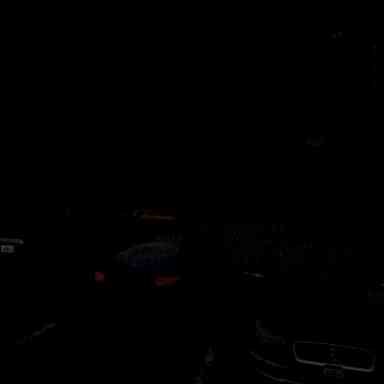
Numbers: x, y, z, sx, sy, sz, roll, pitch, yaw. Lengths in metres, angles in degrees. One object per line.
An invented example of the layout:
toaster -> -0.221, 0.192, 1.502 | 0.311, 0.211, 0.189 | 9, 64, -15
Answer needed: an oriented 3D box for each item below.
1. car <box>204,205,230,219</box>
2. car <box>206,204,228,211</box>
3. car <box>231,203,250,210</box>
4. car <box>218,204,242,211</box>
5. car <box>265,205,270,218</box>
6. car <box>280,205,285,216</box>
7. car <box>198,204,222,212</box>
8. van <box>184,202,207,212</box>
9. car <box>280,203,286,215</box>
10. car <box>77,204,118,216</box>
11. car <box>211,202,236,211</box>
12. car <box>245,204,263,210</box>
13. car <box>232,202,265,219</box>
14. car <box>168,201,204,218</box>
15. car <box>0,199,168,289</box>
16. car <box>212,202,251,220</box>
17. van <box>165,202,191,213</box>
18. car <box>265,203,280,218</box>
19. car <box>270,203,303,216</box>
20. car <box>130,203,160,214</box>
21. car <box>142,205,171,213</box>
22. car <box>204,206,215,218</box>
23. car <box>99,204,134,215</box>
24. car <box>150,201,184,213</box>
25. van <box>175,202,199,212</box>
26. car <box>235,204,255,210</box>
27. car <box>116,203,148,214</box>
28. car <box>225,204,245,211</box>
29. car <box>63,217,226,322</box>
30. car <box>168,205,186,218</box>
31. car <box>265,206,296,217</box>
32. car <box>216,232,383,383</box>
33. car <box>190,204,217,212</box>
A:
car -> 1.352, 2.541, 37.234 | 5.008, 1.535, 2.097 | 2, -1, 15
car -> 5.693, 3.564, 75.390 | 4.792, 1.488, 2.163 | 0, -2, 15
car -> 12.395, 3.769, 85.198 | 4.553, 1.767, 2.185 | 0, -2, 14
car -> 9.213, 3.712, 80.251 | 5.366, 1.575, 1.946 | 0, -2, 14
car -> 8.192, 2.933, 47.117 | 4.792, 1.488, 2.163 | 2, -1, 15
car -> 11.612, 3.114, 52.058 | 4.792, 1.488, 2.163 | 2, -1, 15
car -> 3.944, 3.473, 72.950 | 4.792, 1.488, 2.163 | 0, -2, 15
van -> 0.707, 3.038, 68.034 | 4.442, 1.987, 1.878 | 0, -2, 15
car -> 13.388, 2.925, 54.526 | 5.566, 2.045, 2.435 | 2, -1, 15
car -> -13.605, 2.514, 47.837 | 5.366, 1.575, 1.946 | 0, -2, 15
car -> 7.326, 3.373, 77.854 | 5.566, 2.045, 2.435 | 0, -2, 15
car -> 17.237, 4.194, 92.617 | 4.792, 1.488, 2.163 | 0, -2, 13
car -> 6.487, 2.561, 44.648 | 5.566, 2.045, 2.435 | 2, -1, 15
car -> -2.072, 2.097, 32.289 | 5.566, 2.045, 2.435 | 2, -1, 15
car -> -2.815, 1.217, 8.977 | 2.435, 2.045, 5.566 | 0, -1, 16
car -> 4.767, 2.597, 42.191 | 4.553, 1.767, 2.185 | 2, -1, 15
van -> -2.674, 2.858, 63.134 | 4.442, 1.987, 1.878 | 0, -2, 15
car -> 9.911, 2.742, 49.589 | 5.566, 2.045, 2.435 | 2, -1, 15
car -> 16.806, 3.107, 59.464 | 5.566, 2.045, 2.435 | 2, -1, 15
car -> -7.837, 2.687, 55.806 | 4.553, 1.767, 2.185 | 0, -2, 15
car -> -6.176, 2.943, 58.263 | 4.674, 1.452, 2.002 | 0, -2, 15
car -> -0.383, 2.487, 34.756 | 4.674, 1.452, 2.002 | 2, -1, 15
car -> -11.464, 2.649, 50.579 | 4.792, 1.488, 2.163 | 0, -2, 15
car -> -4.509, 2.742, 60.720 | 5.566, 2.045, 2.435 | 0, -2, 15
van -> -0.984, 2.948, 65.584 | 4.442, 1.987, 1.878 | 0, -2, 15
car -> 14.021, 3.985, 87.661 | 5.008, 1.535, 2.097 | 0, -2, 14
car -> -9.589, 2.597, 53.383 | 4.553, 1.767, 2.185 | 0, -2, 15
car -> 10.708, 3.806, 82.742 | 4.892, 1.521, 2.231 | 0, -2, 14
car -> -0.407, 1.515, 7.229 | 2.002, 1.452, 4.674 | 0, -1, 15
car -> -3.657, 2.244, 29.761 | 5.366, 1.575, 1.946 | 2, -1, 15
car -> 15.064, 3.266, 56.991 | 5.008, 1.535, 2.097 | 2, -1, 15
car -> 2.004, 1.484, 5.517 | 2.231, 1.521, 4.892 | 1, 0, 16
car -> 2.464, 3.351, 70.454 | 5.366, 1.575, 1.946 | 0, -2, 15
